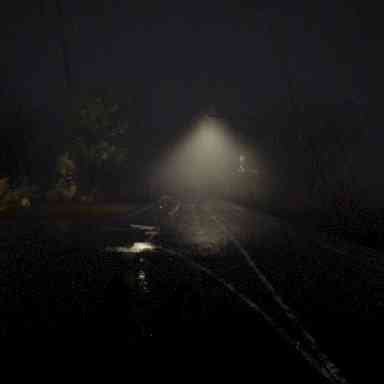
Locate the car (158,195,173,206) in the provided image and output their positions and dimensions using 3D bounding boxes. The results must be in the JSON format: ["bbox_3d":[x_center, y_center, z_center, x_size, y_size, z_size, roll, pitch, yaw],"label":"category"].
[{"bbox_3d":[-3.555,1.146,45.796,2.033,1.411,5.357,0,0,-1],"label":"car"}]
